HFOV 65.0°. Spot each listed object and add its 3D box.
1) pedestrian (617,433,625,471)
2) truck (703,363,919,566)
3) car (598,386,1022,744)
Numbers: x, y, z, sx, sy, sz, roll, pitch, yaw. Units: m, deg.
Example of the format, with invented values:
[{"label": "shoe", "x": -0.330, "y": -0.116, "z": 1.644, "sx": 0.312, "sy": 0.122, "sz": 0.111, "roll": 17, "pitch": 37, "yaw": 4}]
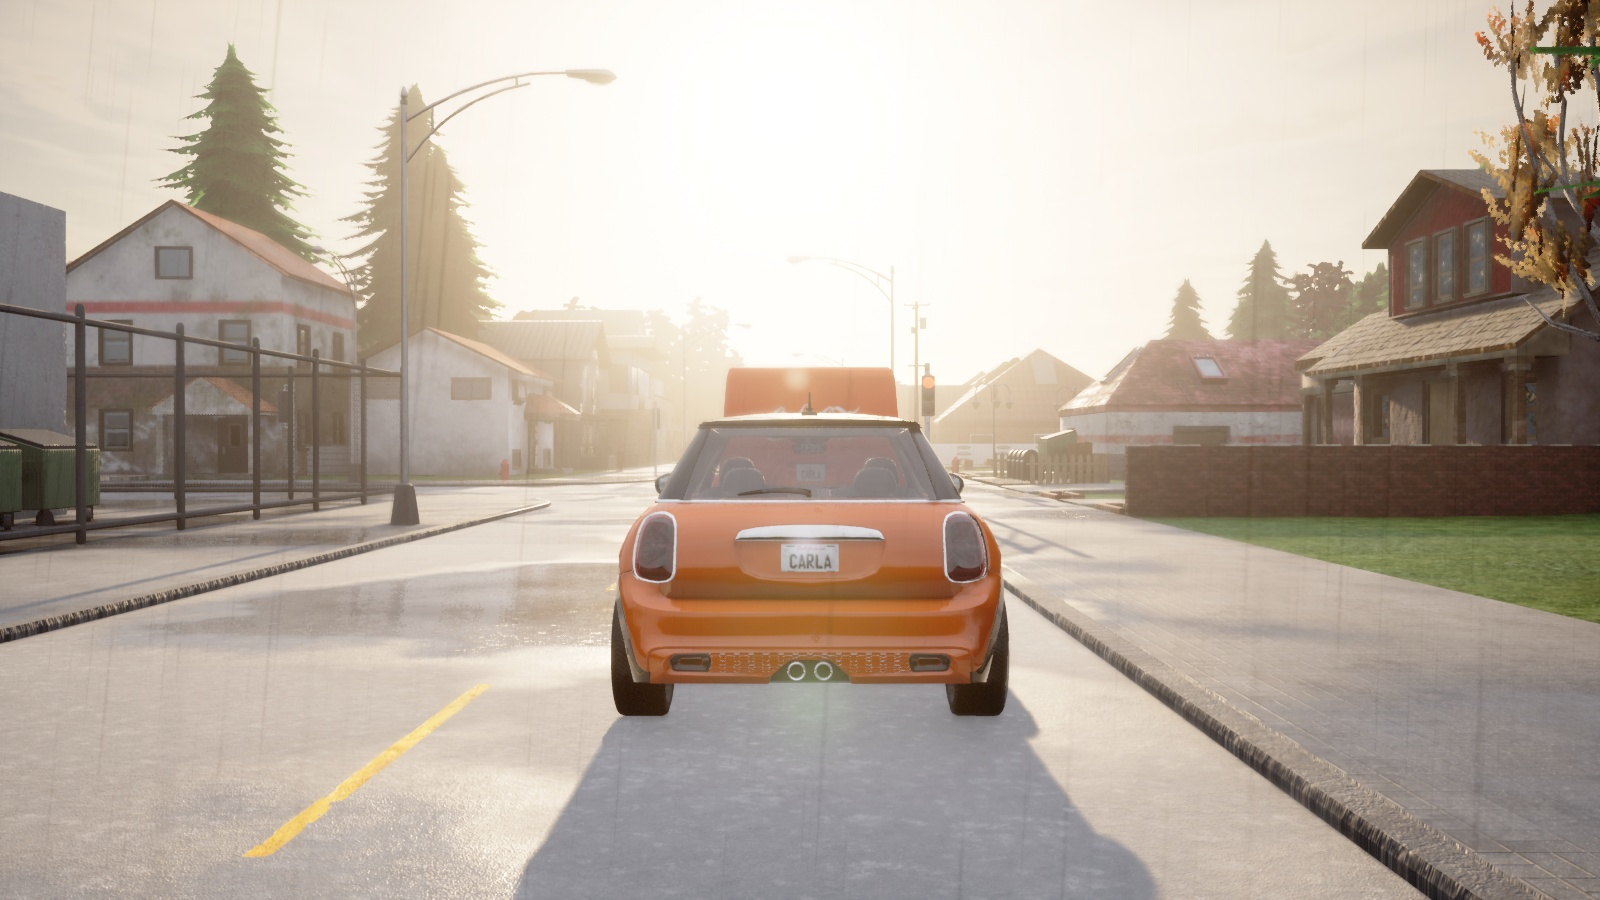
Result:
[{"label": "pedestrian", "x": -8.840, "y": 0.099, "z": 61.999, "sx": 0.331, "sy": 1.846, "sz": 0.634, "roll": 0, "pitch": 0, "yaw": 0}, {"label": "truck", "x": 0.125, "y": 0.159, "z": 17.875, "sx": 2.627, "sy": 2.467, "sz": 5.204, "roll": 0, "pitch": 0, "yaw": 0}, {"label": "car", "x": 0.062, "y": 0.557, "z": 8.482, "sx": 2.097, "sy": 1.767, "sz": 4.553, "roll": 0, "pitch": 0, "yaw": 0}]
